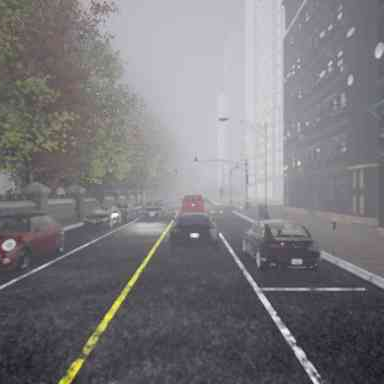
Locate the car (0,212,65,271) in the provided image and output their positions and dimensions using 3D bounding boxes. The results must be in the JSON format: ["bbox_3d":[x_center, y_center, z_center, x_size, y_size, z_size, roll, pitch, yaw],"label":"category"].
[{"bbox_3d":[-5.688,1.446,10.712,1.967,1.590,4.097,0,0,0],"label":"car"}]

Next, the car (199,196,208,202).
[{"bbox_3d":[2.693,1.646,76.511,1.947,1.339,4.313,0,0,0],"label":"car"}]

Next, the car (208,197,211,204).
[{"bbox_3d":[2.693,1.628,65.246,1.947,1.339,4.313,0,0,0],"label":"car"}]

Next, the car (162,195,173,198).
[{"bbox_3d":[-5.687,1.653,70.879,1.802,1.307,4.206,0,0,0],"label":"car"}]

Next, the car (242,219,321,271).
[{"bbox_3d":[2.692,1.556,10.714,2.008,1.369,4.403,0,0,0],"label":"car"}]

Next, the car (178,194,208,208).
[{"bbox_3d":[0.101,1.241,31.558,2.150,2.045,5.566,0,0,0],"label":"car"}]

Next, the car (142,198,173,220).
[{"bbox_3d":[-3.061,1.511,28.158,2.128,1.511,4.902,0,0,0],"label":"car"}]

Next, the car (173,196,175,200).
[{"bbox_3d":[-5.686,1.531,82.144,1.967,1.590,4.097,0,0,0],"label":"car"}]

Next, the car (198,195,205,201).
[{"bbox_3d":[2.694,1.658,93.409,1.887,1.381,4.507,0,0,0],"label":"car"}]

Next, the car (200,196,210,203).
[{"bbox_3d":[2.693,1.637,70.879,1.947,1.339,4.313,0,0,0],"label":"car"}]

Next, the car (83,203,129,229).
[{"bbox_3d":[-5.765,1.564,21.788,2.008,1.369,4.403,0,0,0],"label":"car"}]

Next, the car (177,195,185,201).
[{"bbox_3d":[-2.998,1.640,92.986,2.033,1.411,5.357,0,0,0],"label":"car"}]

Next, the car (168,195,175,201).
[{"bbox_3d":[-5.686,1.638,93.239,1.752,1.417,4.829,0,0,0],"label":"car"}]

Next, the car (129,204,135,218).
[{"bbox_3d":[-5.817,1.562,27.328,1.887,1.381,4.507,0,0,0],"label":"car"}]

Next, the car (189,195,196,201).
[{"bbox_3d":[0.002,1.559,89.581,1.837,1.490,4.892,0,0,0],"label":"car"}]

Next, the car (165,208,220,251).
[{"bbox_3d":[0.099,1.571,14.234,1.994,1.385,4.181,0,0,0],"label":"car"}]
